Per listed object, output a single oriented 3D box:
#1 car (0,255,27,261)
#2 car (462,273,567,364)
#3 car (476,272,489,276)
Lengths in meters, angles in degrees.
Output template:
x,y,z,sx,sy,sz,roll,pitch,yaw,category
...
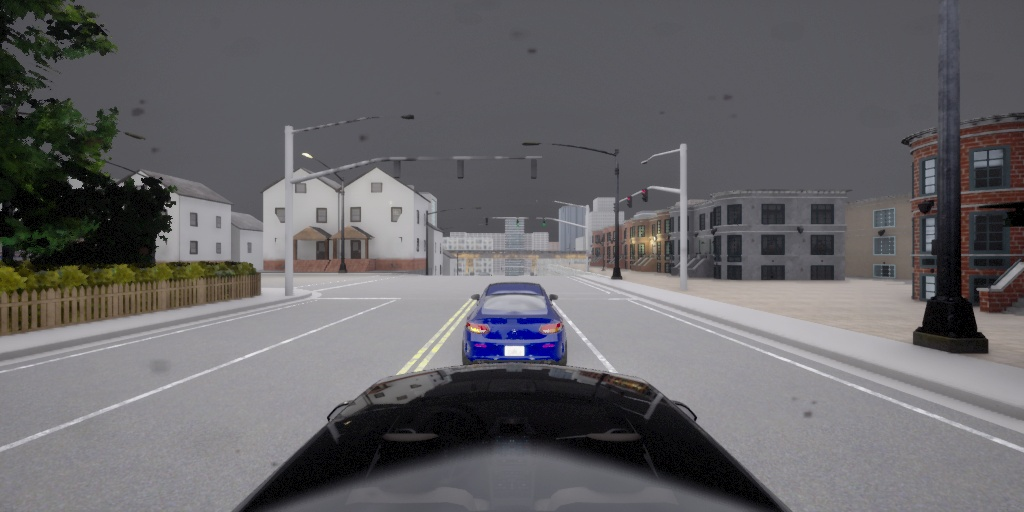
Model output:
x,y,z,sx,sy,sz,roll,pitch,yaw,category
-44.725,0.971,30.630,5.566,2.045,2.150,0,0,0,car
0.056,1.276,7.736,1.812,1.442,4.674,0,0,0,car
-3.623,2.929,47.193,2.097,1.767,4.553,-1,-13,0,car
